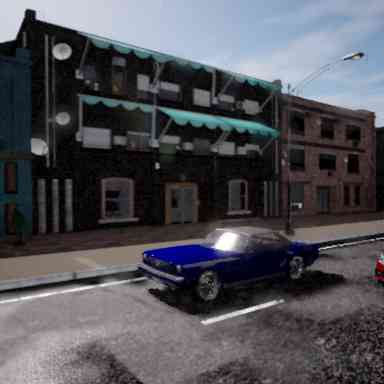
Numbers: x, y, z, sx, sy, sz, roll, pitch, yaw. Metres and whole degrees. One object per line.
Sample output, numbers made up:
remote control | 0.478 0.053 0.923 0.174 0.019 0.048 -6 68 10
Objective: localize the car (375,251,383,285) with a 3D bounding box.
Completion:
car | 6.437 1.525 8.277 4.674 1.442 1.812 0 0 -35

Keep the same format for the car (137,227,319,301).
car | 1.068 1.601 8.440 4.718 1.301 1.895 0 0 -35
